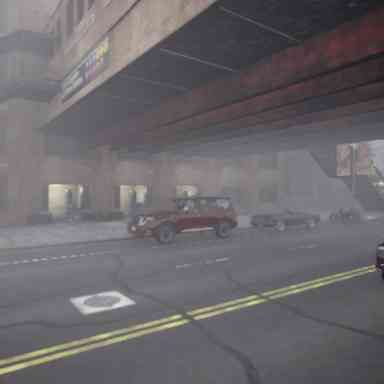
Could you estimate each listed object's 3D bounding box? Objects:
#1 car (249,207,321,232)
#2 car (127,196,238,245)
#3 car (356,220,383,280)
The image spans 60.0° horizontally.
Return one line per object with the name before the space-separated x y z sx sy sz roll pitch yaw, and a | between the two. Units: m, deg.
car | 5.723 1.604 20.343 4.718 1.301 1.895 0 0 -36
car | -0.275 1.234 16.015 5.566 2.045 2.435 0 0 -36
car | 6.527 1.497 8.381 4.902 1.511 2.128 0 0 -35
